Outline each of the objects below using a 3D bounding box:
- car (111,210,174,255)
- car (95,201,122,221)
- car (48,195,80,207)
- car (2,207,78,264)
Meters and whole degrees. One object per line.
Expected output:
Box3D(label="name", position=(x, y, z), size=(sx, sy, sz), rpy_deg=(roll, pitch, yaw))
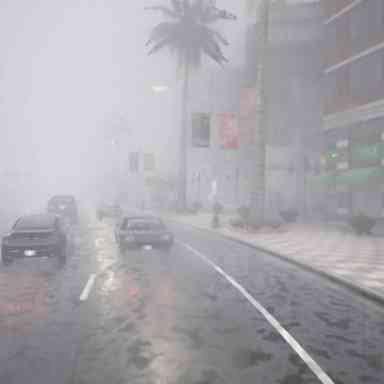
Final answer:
Box3D(label="car", position=(-2.106, 1.606, 13.479), size=(1.895, 1.301, 4.718), rpy_deg=(0, 0, -16))
Box3D(label="car", position=(-6.928, 1.513, 27.775), size=(2.128, 1.511, 4.902), rpy_deg=(0, 0, -20))
Box3D(label="car", position=(-10.202, 1.263, 26.506), size=(2.150, 2.045, 5.566), rpy_deg=(0, 0, -19))
Box3D(label="car", position=(-5.381, 1.528, 12.086), size=(1.837, 1.490, 4.892), rpy_deg=(0, 0, -15))
